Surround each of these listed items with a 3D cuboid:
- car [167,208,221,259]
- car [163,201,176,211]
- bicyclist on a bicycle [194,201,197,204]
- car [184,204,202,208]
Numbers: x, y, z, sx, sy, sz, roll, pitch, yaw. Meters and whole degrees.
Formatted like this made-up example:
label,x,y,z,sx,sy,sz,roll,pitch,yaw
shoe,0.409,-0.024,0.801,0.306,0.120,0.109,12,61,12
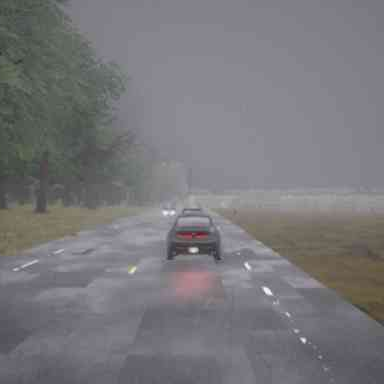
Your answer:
label,x,y,z,sx,sy,sz,roll,pitch,yaw
car,0.067,1.598,12.928,1.837,1.490,4.892,0,0,0
car,-3.579,2.232,53.061,2.128,1.511,4.902,0,-2,0
bicyclist on a bicycle,0.933,3.343,90.403,0.866,1.612,1.509,0,-2,0
car,0.062,1.741,27.959,2.128,1.511,4.902,0,-1,0
